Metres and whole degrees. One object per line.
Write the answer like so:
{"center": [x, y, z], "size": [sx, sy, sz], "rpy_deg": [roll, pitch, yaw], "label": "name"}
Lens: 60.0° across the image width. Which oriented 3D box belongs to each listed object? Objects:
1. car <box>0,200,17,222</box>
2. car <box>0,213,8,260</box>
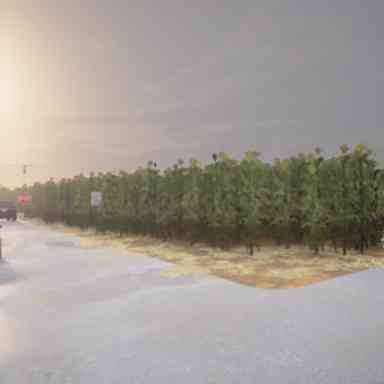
{"center": [-18.366, 1.816, 31.975], "size": [2.150, 2.045, 5.566], "rpy_deg": [-1, 0, -36], "label": "car"}
{"center": [-8.418, 1.662, 12.517], "size": [1.882, 1.535, 5.008], "rpy_deg": [-1, -1, -36], "label": "car"}
